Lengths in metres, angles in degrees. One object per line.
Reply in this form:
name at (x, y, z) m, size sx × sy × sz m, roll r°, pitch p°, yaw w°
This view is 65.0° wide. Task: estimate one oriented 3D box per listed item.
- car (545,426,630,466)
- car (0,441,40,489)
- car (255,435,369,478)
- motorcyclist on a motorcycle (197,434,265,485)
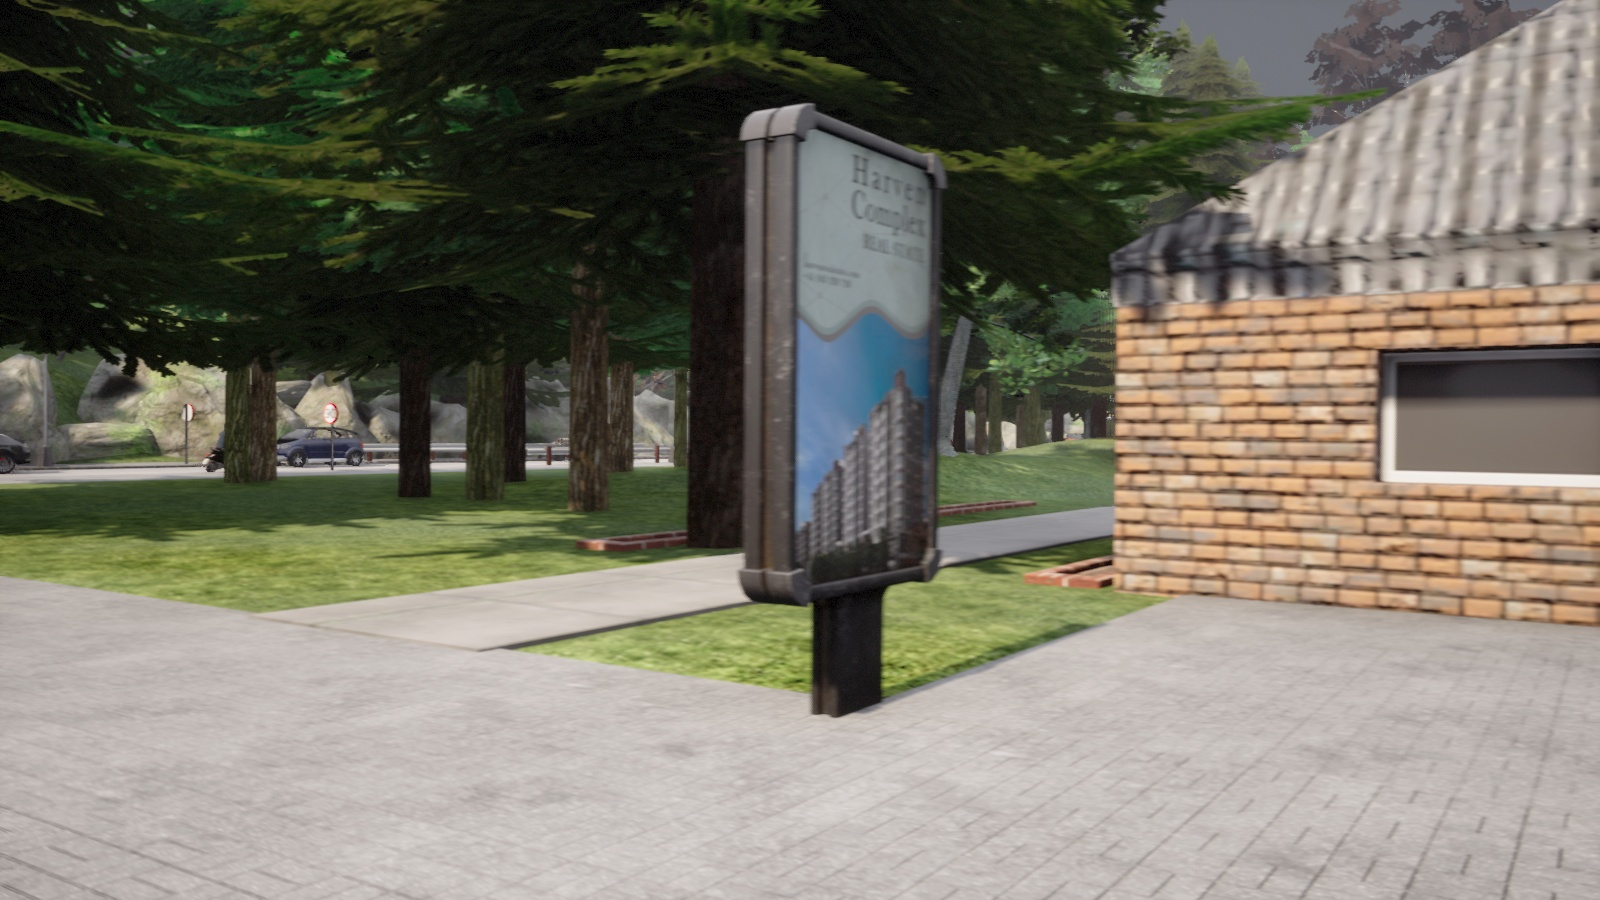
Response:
car at (-10.250, -0.209, 60.815) m, size 1.905 × 1.878 × 3.866 m, roll 0°, pitch 1°, yaw 33°
car at (-25.589, 0.478, 37.428) m, size 1.812 × 1.442 × 4.674 m, roll 0°, pitch 1°, yaw 33°
car at (-18.620, 0.224, 48.052) m, size 1.789 × 1.549 × 3.705 m, roll 0°, pitch 1°, yaw 33°
motorcyclist on a motorcycle at (-18.525, 0.294, 40.903) m, size 0.866 × 1.590 × 1.817 m, roll 0°, pitch 1°, yaw 33°
